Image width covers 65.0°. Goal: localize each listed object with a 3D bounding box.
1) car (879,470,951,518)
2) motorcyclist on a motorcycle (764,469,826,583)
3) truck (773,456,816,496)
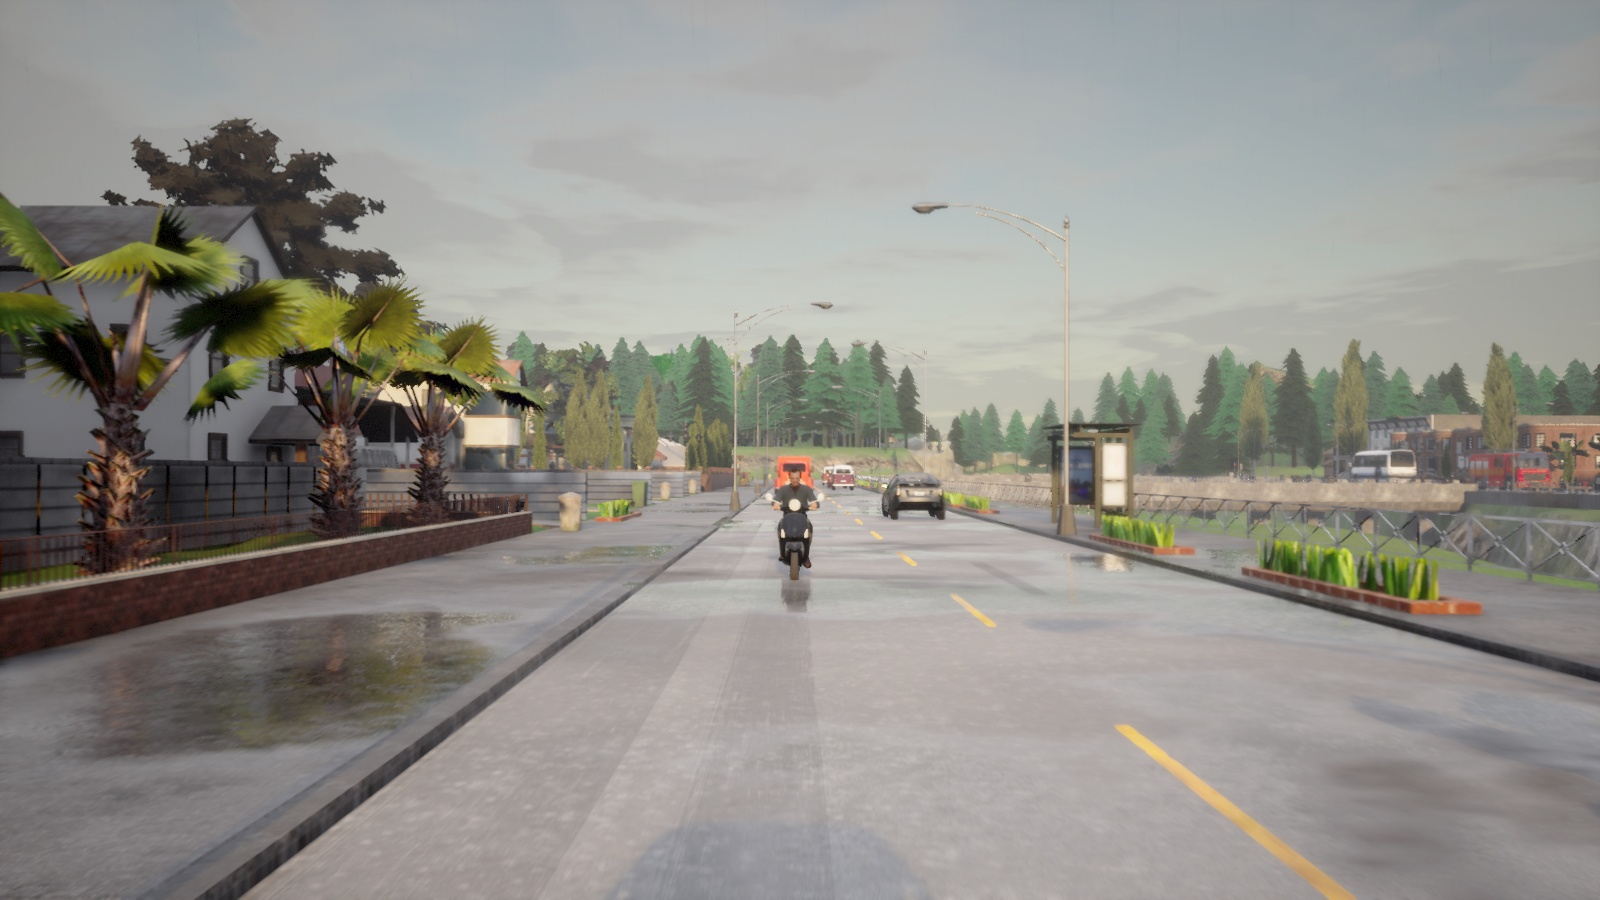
[{"bbox_3d":[3.822,1.457,42.411,2.007,1.525,4.514,0,-1,0],"label":"car"},{"bbox_3d":[-0.065,1.079,18.521,0.866,1.590,1.817,0,-1,0],"label":"motorcyclist on a motorcycle"},{"bbox_3d":[-0.334,1.671,80.079,2.627,2.467,5.204,0,-1,0],"label":"truck"}]
